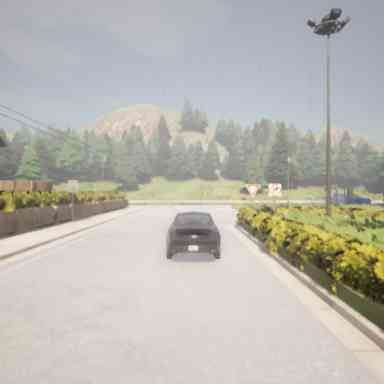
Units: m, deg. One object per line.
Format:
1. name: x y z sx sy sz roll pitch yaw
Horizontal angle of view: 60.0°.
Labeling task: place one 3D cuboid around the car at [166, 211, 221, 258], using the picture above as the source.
1. car: 0.059 1.495 12.707 1.837 1.490 4.892 0 0 0

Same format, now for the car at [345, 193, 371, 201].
1. car: 24.082 1.181 50.361 5.566 2.045 2.150 0 0 1
